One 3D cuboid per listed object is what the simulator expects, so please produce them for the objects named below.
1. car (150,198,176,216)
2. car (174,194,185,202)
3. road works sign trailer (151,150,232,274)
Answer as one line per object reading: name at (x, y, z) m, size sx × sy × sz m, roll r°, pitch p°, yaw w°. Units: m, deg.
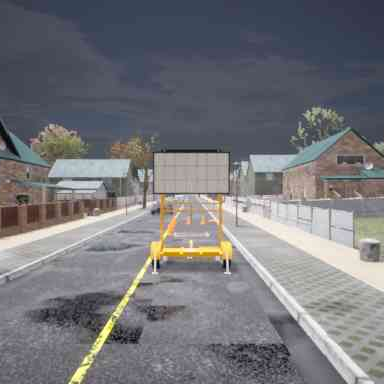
car at (-2.917, 1.569, 32.758) m, size 1.994 × 1.385 × 4.181 m, roll 0°, pitch 0°, yaw 0°
car at (-2.908, 1.212, 76.632) m, size 2.150 × 2.045 × 5.566 m, roll 0°, pitch 0°, yaw 0°
road works sign trailer at (-0.021, 0.468, 10.528) m, size 2.380 × 3.560 × 2.880 m, roll 0°, pitch 0°, yaw 0°
